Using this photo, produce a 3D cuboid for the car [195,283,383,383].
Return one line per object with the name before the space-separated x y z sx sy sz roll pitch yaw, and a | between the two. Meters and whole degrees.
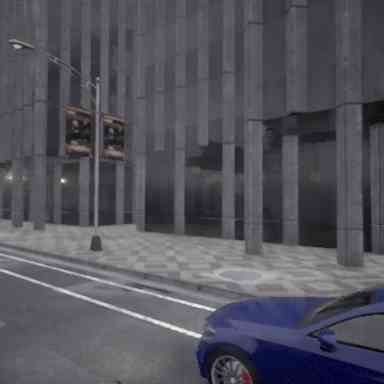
car | 2.178 1.637 3.247 4.674 1.442 1.812 -1 -2 40
